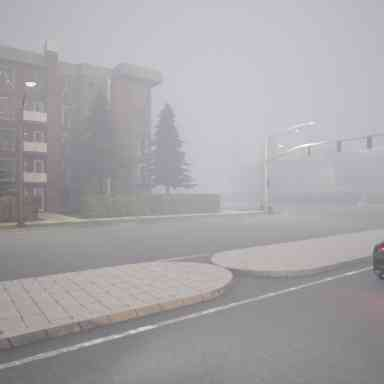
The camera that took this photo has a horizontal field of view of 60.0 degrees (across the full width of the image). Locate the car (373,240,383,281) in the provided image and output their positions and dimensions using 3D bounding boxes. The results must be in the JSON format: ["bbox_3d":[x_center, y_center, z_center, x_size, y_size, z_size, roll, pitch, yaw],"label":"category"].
[{"bbox_3d":[6.526,1.504,8.565,4.892,1.490,1.837,0,0,-36],"label":"car"}]
